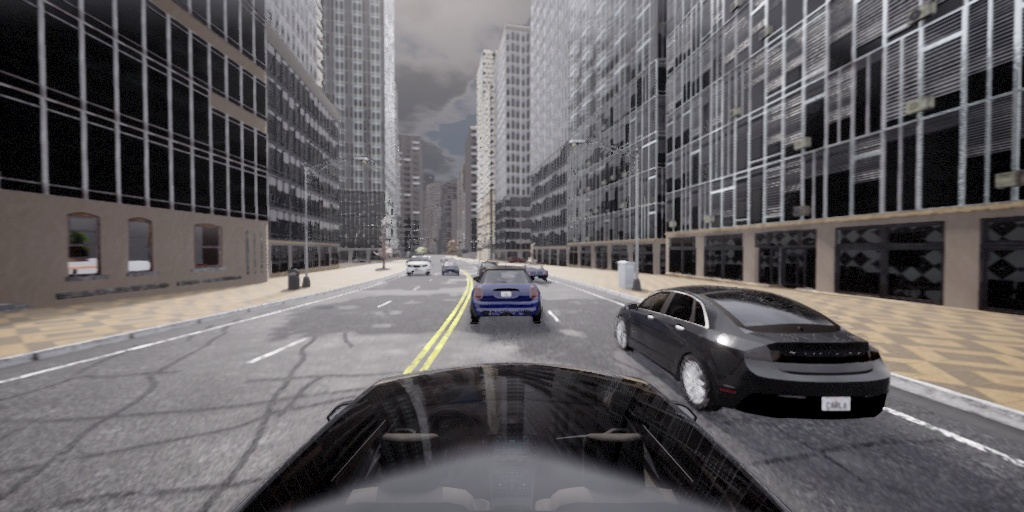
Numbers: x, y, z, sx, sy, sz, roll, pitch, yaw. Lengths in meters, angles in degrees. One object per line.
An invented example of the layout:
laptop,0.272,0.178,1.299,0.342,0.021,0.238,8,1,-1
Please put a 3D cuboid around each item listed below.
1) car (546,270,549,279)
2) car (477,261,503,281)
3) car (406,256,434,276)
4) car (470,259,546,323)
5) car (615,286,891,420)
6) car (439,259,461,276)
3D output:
car,1.568,1.323,29.053,1.895,1.301,4.718,0,0,-7
car,-1.972,1.237,30.964,1.837,1.490,4.892,0,0,-8
car,-9.767,0.981,37.818,2.150,2.045,5.566,0,0,-10
car,-0.262,1.099,12.283,2.097,1.767,4.553,0,0,-3
car,3.225,1.247,6.047,1.837,1.490,4.892,0,0,-1
car,-6.468,1.289,37.856,2.033,1.411,5.357,0,0,-9
